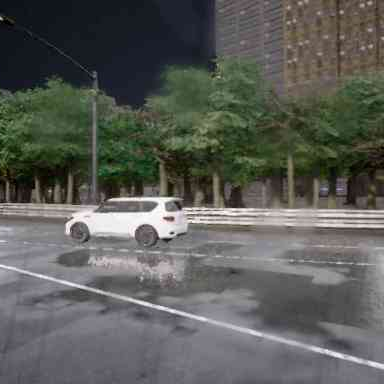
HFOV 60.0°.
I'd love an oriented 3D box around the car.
[{"bbox_3d":[-2.916,1.245,14.949,5.566,2.045,2.150,0,0,20],"label":"car"}]
